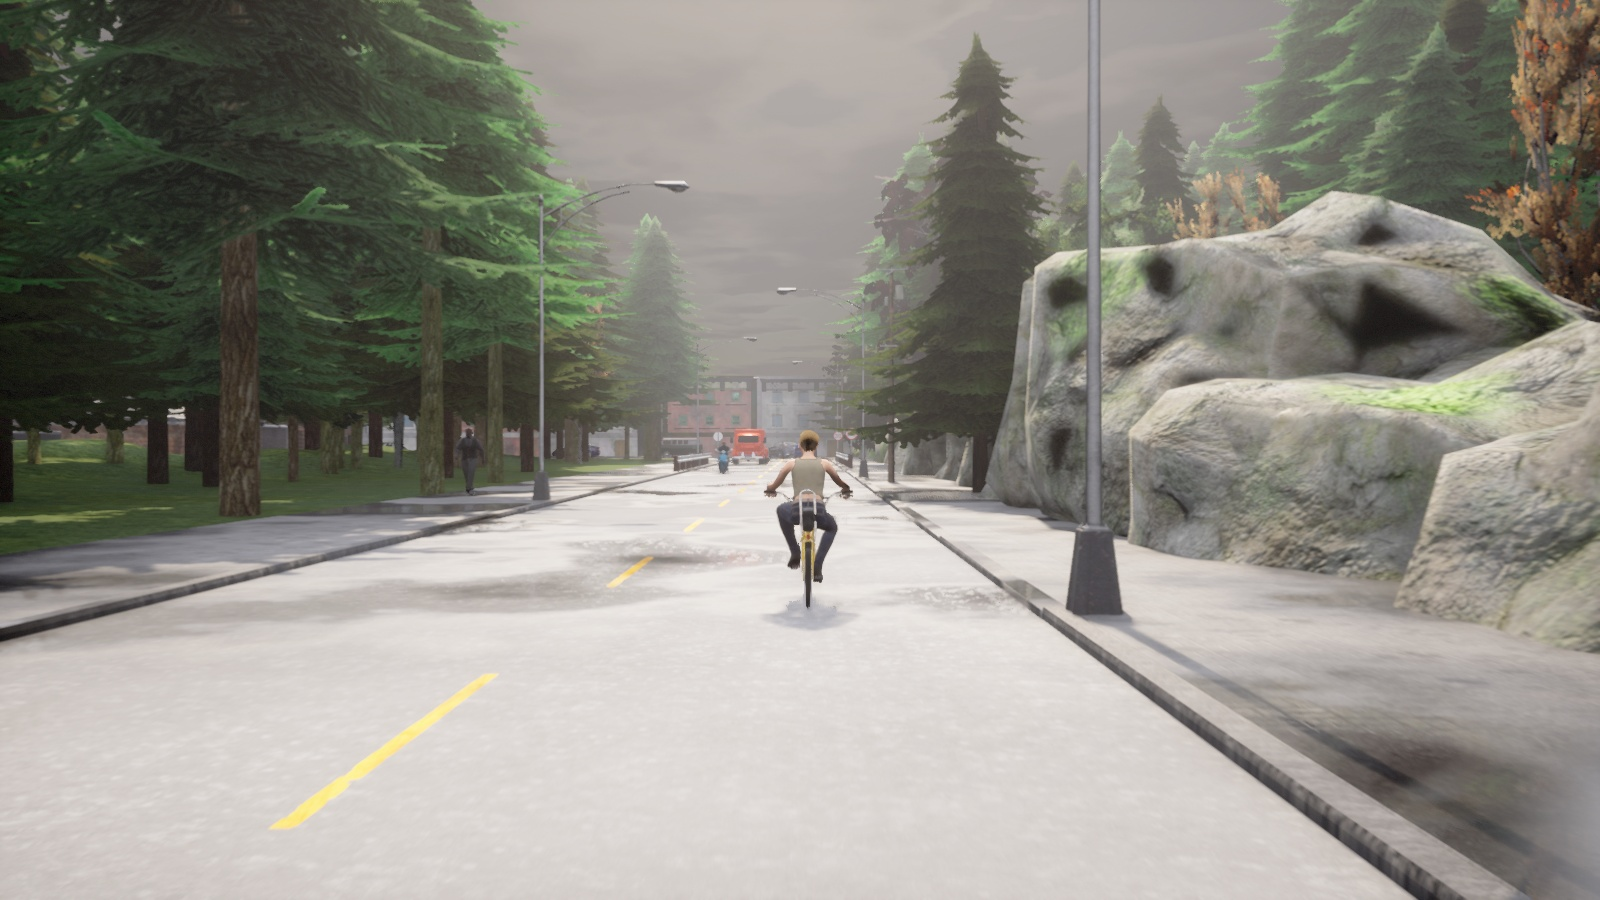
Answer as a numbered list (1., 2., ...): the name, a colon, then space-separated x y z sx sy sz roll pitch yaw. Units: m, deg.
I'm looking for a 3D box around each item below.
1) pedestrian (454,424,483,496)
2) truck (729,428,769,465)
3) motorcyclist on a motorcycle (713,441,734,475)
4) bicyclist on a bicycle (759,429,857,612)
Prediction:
1. pedestrian: -8.752 0.261 33.141 0.563 1.883 0.849 0 0 -2
2. truck: -3.568 -0.242 88.556 2.627 2.467 5.204 0 0 0
3. motorcyclist on a motorcycle: -3.643 0.358 59.626 0.866 1.590 1.817 0 0 0
4. bicyclist on a bicycle: 0.078 0.616 11.783 0.866 1.612 1.509 0 0 1
